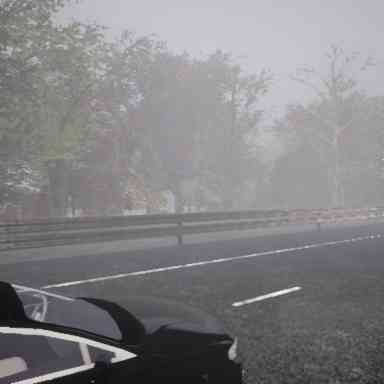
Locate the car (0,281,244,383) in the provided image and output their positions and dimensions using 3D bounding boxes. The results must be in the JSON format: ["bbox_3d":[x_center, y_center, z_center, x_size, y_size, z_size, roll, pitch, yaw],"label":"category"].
[{"bbox_3d":[-1.727,1.492,2.526,4.902,1.511,2.128,0,0,-36],"label":"car"}]
